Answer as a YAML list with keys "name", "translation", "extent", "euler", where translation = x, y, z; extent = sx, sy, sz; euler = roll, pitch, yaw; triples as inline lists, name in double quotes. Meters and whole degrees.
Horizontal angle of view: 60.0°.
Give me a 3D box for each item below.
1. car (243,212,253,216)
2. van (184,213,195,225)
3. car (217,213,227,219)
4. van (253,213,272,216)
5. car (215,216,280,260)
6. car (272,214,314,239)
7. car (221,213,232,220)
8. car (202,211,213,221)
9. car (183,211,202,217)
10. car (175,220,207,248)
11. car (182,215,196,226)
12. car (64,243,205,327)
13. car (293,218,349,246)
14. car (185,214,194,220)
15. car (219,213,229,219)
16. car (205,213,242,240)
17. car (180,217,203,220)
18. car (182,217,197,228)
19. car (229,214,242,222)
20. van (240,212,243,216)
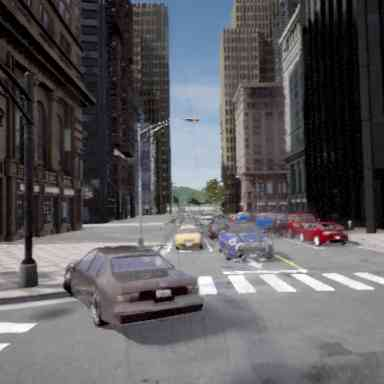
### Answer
- name: "car"
  translation: [8.207, 3.497, 41.655]
  extent: [2.192, 1.841, 5.009]
  euler: [-2, -3, -1]
- name: "van"
  translation: [-0.440, 4.469, 55.425]
  extent: [1.690, 1.788, 3.998]
  euler: [-2, -3, -1]
- name: "car"
  translation: [7.862, 6.250, 87.423]
  extent: [2.008, 1.369, 4.403]
  euler: [-2, -3, -1]
- name: "van"
  translation: [8.238, 3.242, 36.574]
  extent: [1.690, 1.788, 3.998]
  euler: [-2, -3, -1]
- name: "car"
  translation: [2.543, 2.265, 16.520]
  extent: [2.097, 1.767, 4.553]
  euler: [-1, -3, -1]
- name: "car"
  translation: [8.298, 2.652, 26.416]
  extent: [2.192, 1.841, 5.009]
  euler: [-2, -3, -1]
- name: "car"
  translation: [7.937, 5.699, 77.032]
  extent: [1.947, 1.339, 4.313]
  euler: [-2, -3, -1]
- name: "car"
  translation: [2.346, 3.921, 48.732]
  extent: [2.150, 2.045, 5.566]
  euler: [-1, -3, 0]
- name: "car"
  translation: [-0.336, 3.634, 40.791]
  extent: [2.192, 1.841, 5.009]
  euler: [-2, -3, -1]
- name: "car"
  translation: [-0.188, 2.751, 21.095]
  extent: [1.752, 1.417, 4.829]
  euler: [-2, -3, -1]
- name: "car"
  translation: [-0.401, 4.298, 50.541]
  extent: [1.967, 1.590, 4.097]
  euler: [-2, -3, -1]
- name: "car"
  translation: [-1.730, 2.021, 8.014]
  extent: [2.033, 1.411, 5.357]
  euler: [2, -5, -29]
- name: "car"
  translation: [8.337, 2.599, 21.324]
  extent: [1.887, 1.381, 4.507]
  euler: [-2, -3, -1]
- name: "car"
  translation: [-0.619, 6.104, 81.460]
  extent: [1.887, 1.381, 4.507]
  euler: [-2, -3, -1]
- name: "car"
  translation: [7.900, 5.983, 82.228]
  extent: [1.947, 1.339, 4.313]
  euler: [-2, -3, -1]
- name: "car"
  translation: [2.441, 2.836, 26.772]
  extent: [2.097, 1.767, 4.553]
  euler: [-1, -3, 0]
- name: "car"
  translation: [-0.258, 3.328, 31.021]
  extent: [2.008, 1.369, 4.403]
  euler: [-2, -3, -1]
- name: "car"
  translation: [-0.363, 4.133, 45.657]
  extent: [1.887, 1.381, 4.507]
  euler: [-2, -3, -1]
- name: "car"
  translation: [8.049, 4.858, 61.448]
  extent: [1.802, 1.307, 4.206]
  euler: [-2, -3, -1]
- name: "van"
  translation: [8.147, 4.085, 51.813]
  extent: [1.690, 1.788, 3.998]
  euler: [-2, -3, -1]
